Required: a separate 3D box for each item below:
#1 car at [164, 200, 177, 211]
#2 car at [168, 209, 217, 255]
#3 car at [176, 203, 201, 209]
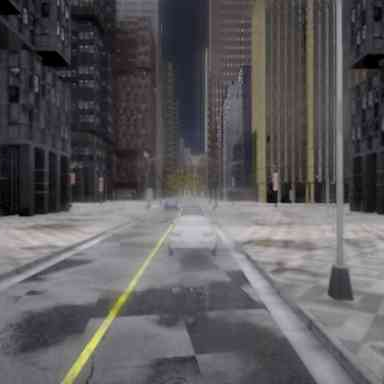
[{"bbox_3d":[-3.030,1.938,48.799,1.882,1.535,5.008,0,-1,0],"label":"car"},{"bbox_3d":[0.023,1.662,13.905,1.812,1.442,4.674,0,0,0],"label":"car"},{"bbox_3d":[0.010,1.814,27.543,2.033,1.411,5.357,0,-1,0],"label":"car"}]
